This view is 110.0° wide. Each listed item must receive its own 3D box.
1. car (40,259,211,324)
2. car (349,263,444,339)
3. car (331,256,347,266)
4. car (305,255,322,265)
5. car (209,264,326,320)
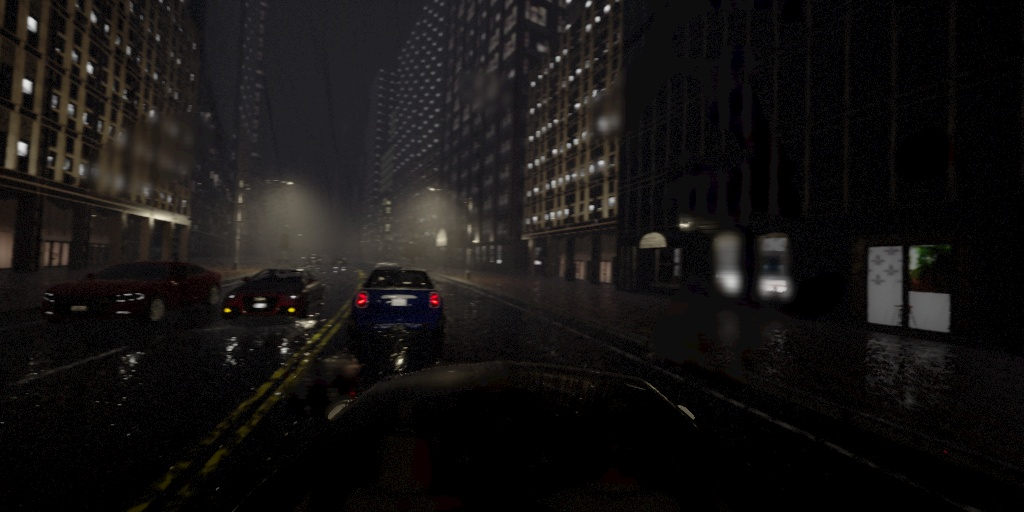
[{"bbox_3d":[-10.246,0.860,10.204,1.882,1.535,5.008,3,-1,-19],"label":"car"},{"bbox_3d":[-3.178,1.049,10.079,2.097,1.767,4.553,3,-1,-18],"label":"car"},{"bbox_3d":[-25.486,0.692,52.788,2.128,1.511,4.902,3,-1,-30],"label":"car"},{"bbox_3d":[-28.311,0.547,51.189,2.128,1.511,4.902,3,-1,-30],"label":"car"},{"bbox_3d":[-7.183,1.095,11.232,1.994,1.385,4.181,3,-1,-19],"label":"car"}]
